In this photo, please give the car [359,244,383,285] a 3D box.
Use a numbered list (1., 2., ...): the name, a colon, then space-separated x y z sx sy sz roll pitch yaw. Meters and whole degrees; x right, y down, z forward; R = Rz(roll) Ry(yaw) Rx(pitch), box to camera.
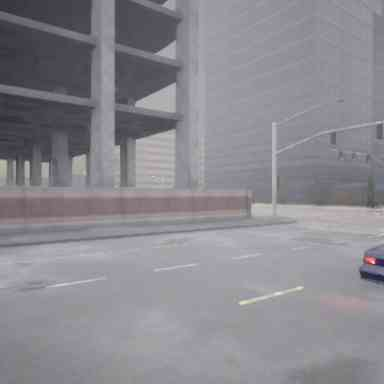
1. car: 6.308 1.566 8.294 5.357 1.411 2.033 0 0 -35
